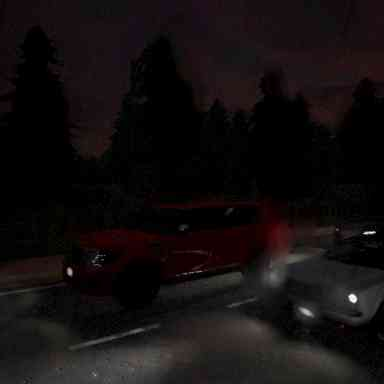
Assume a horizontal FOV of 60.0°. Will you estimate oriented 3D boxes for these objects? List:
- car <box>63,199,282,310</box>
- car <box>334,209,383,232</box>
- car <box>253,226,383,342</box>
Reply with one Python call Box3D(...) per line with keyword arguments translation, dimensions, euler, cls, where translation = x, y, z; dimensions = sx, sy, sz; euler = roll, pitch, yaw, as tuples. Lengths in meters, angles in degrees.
Box3D(translation=(-0.162, 1.223, 8.186), dimensions=(5.566, 2.045, 2.150), euler=(0, 0, -36), cls="car")
Box3D(translation=(7.873, 1.490, 13.938), dimensions=(4.902, 1.511, 2.128), euler=(0, 0, -36), cls="car")
Box3D(translation=(3.618, 1.600, 6.587), dimensions=(4.718, 1.301, 1.895), euler=(0, 0, -36), cls="car")
